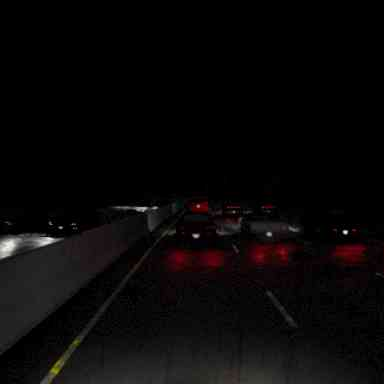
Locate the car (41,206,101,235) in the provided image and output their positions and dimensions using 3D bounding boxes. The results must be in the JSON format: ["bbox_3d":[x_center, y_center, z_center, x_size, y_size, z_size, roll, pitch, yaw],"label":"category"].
[{"bbox_3d":[-6.906,1.656,20.062,1.837,1.490,4.892,0,0,1],"label":"car"}]

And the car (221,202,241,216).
[{"bbox_3d":[4.223,1.757,35.351,2.128,1.511,4.902,0,0,2],"label":"car"}]

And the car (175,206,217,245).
[{"bbox_3d":[0.206,1.647,16.123,1.812,1.442,4.674,0,0,1],"label":"car"}]

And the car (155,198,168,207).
[{"bbox_3d":[-5.640,1.959,62.193,2.128,1.511,4.902,0,0,2],"label":"car"}]

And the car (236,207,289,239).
[{"bbox_3d":[3.755,1.738,18.139,1.895,1.301,4.718,0,0,1],"label":"car"}]

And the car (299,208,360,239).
[{"bbox_3d":[7.258,1.641,18.043,1.837,1.490,4.892,0,0,1],"label":"car"}]

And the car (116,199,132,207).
[{"bbox_3d":[-12.626,2.014,62.147,2.033,1.411,5.357,0,0,2],"label":"car"}]

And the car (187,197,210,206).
[{"bbox_3d":[0.708,1.481,34.526,2.150,2.045,5.566,0,0,2],"label":"car"}]

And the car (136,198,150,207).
[{"bbox_3d":[-9.138,1.959,62.209,2.128,1.511,4.902,0,0,2],"label":"car"}]

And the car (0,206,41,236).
[{"bbox_3d":[-10.413,1.627,19.879,1.882,1.535,5.008,0,0,1],"label":"car"}]

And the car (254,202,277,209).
[{"bbox_3d":[7.724,1.757,35.348,2.128,1.511,4.902,0,0,2],"label":"car"}]
